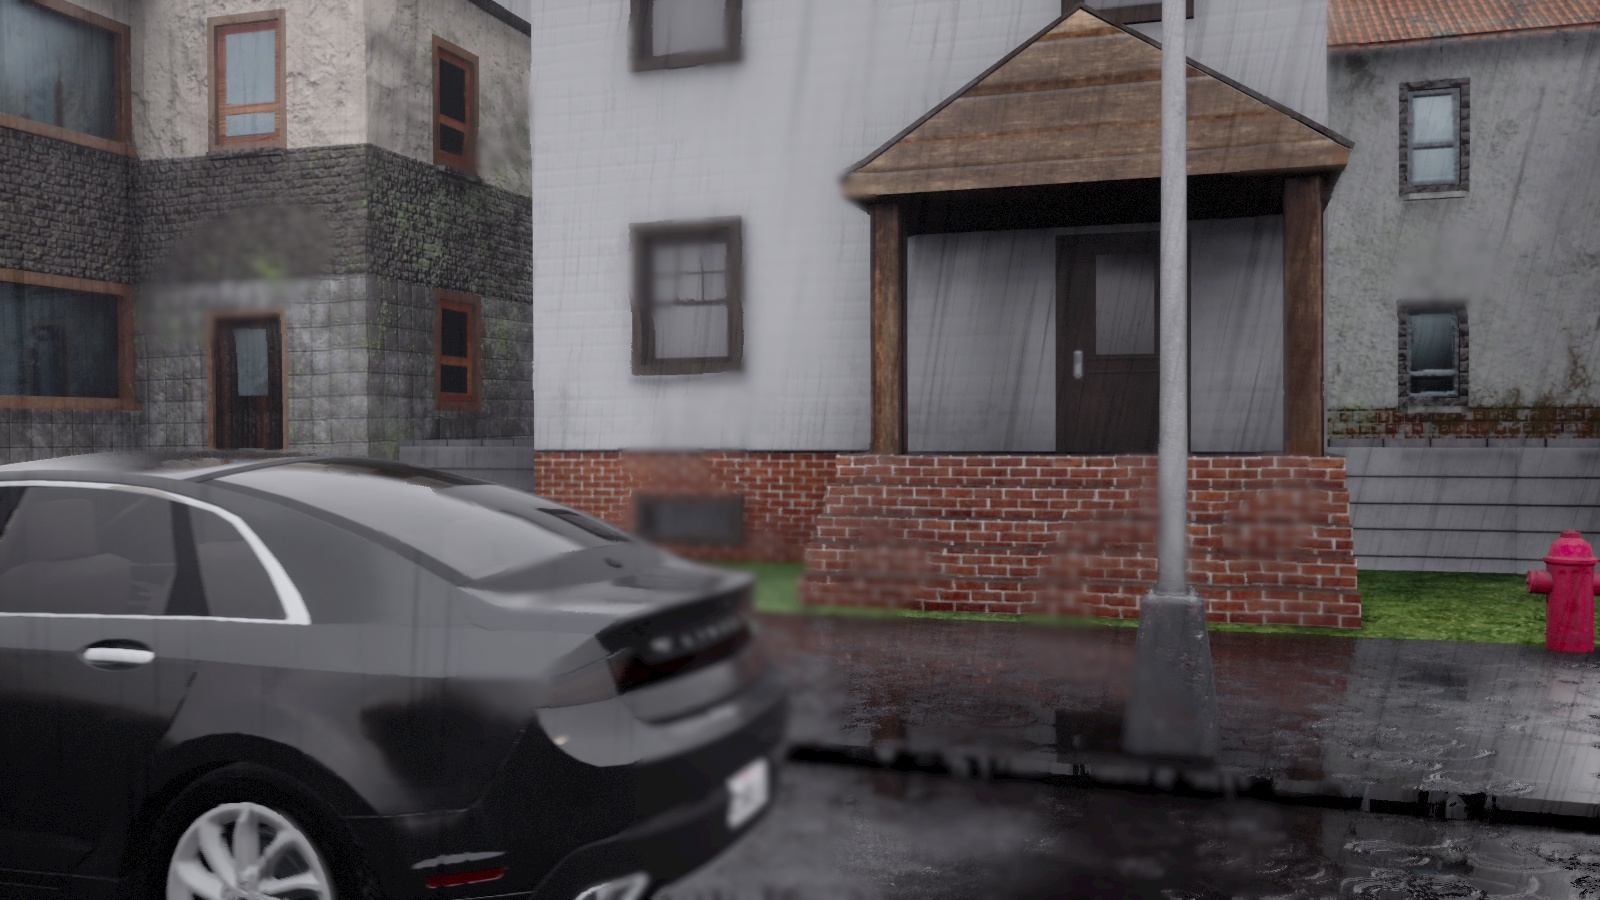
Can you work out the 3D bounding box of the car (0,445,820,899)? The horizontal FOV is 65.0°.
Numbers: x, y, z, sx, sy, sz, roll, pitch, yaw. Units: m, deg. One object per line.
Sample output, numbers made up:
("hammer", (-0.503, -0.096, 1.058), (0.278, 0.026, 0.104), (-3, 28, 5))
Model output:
("car", (-2.541, 0.749, 4.530), (4.892, 1.490, 1.837), (1, 1, 18))
